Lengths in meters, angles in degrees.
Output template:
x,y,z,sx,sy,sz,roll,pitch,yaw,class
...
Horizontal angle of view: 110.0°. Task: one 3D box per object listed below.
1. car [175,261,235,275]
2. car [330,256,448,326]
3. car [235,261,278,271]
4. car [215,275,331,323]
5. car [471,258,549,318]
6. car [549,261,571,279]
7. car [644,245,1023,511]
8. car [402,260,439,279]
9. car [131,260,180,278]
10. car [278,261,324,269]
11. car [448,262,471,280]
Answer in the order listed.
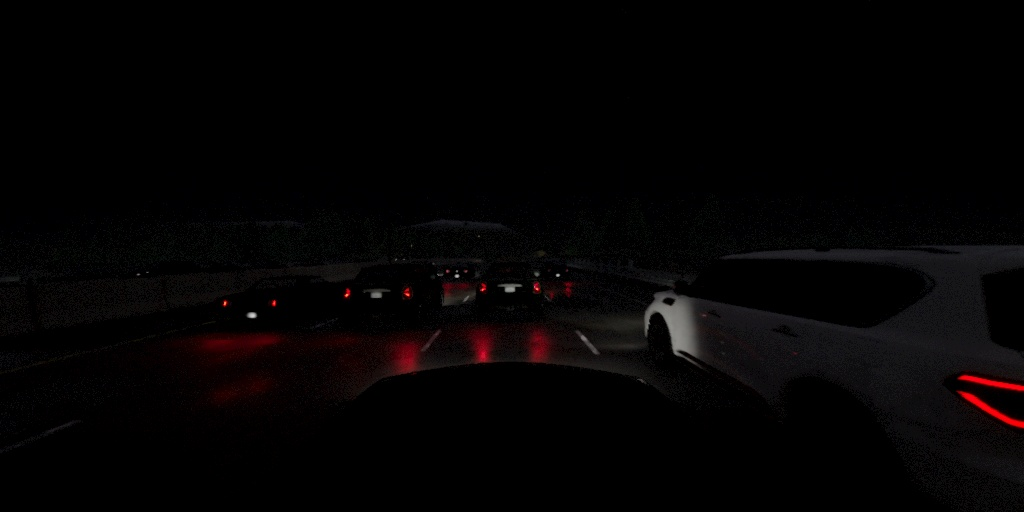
x,y,z,sx,sy,sz,roll,pitch,yaw,class
-25.090,1.203,30.285,1.895,1.301,4.718,0,1,-1,car
-3.570,1.013,11.483,2.097,1.767,4.553,0,1,-1,car
-21.611,1.123,31.598,1.994,1.385,4.181,0,1,-1,car
-7.072,1.284,11.914,1.895,1.301,4.718,0,1,-1,car
-0.087,0.972,12.578,2.097,1.767,4.553,0,1,-1,car
3.159,1.022,27.163,1.895,1.301,4.718,0,1,-1,car
3.523,0.913,4.327,2.150,2.045,5.566,0,1,0,car
-7.379,1.041,29.303,1.994,1.385,4.181,0,1,-1,car
-28.582,1.140,29.805,1.837,1.490,4.892,0,1,-1,car
-18.113,1.095,31.698,1.994,1.385,4.181,0,1,-1,car
-3.840,1.077,27.053,1.895,1.301,4.718,0,1,-1,car
